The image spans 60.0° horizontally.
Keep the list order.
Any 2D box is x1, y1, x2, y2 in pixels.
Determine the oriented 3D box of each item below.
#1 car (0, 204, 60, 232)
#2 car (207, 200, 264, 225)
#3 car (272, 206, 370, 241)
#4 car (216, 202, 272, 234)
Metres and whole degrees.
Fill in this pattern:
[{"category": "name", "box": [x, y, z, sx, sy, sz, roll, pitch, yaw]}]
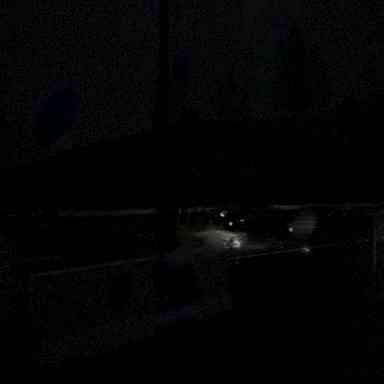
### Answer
[{"category": "car", "box": [-9.883, 1.456, 18.265, 4.892, 1.490, 1.837, -1, 0, -34]}, {"category": "car", "box": [3.206, 1.333, 22.373, 4.553, 1.767, 2.097, 0, 0, -30]}, {"category": "car", "box": [6.617, 1.430, 16.260, 4.902, 1.511, 2.128, 0, 0, -30]}, {"category": "car", "box": [3.771, 1.492, 18.635, 4.181, 1.385, 1.994, 0, 0, -31]}]
